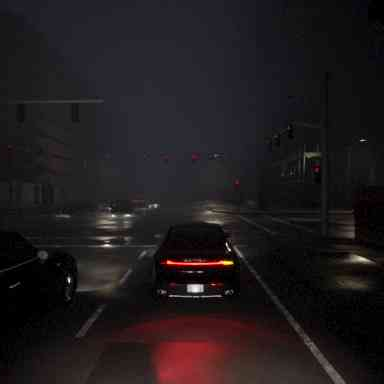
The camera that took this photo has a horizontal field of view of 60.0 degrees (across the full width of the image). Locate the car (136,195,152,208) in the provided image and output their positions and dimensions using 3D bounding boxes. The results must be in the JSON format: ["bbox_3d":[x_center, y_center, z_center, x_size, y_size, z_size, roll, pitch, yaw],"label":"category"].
[{"bbox_3d":[-7.470,1.478,48.676,1.882,1.535,5.008,0,0,0],"label":"car"}]

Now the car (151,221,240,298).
[{"bbox_3d":[0.081,1.505,8.476,1.837,1.490,4.892,0,0,0],"label":"car"}]

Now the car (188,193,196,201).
[{"bbox_3d":[-0.014,1.225,84.494,2.150,2.045,5.566,0,0,1],"label":"car"}]

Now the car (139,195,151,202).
[{"bbox_3d":[-10.612,1.435,75.697,1.882,1.535,5.008,0,0,1],"label":"car"}]

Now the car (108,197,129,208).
[{"bbox_3d":[-10.966,1.548,49.915,2.033,1.411,5.357,0,0,0],"label":"car"}]

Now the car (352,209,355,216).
[{"bbox_3d":[15.972,1.656,27.702,4.718,1.301,1.895,0,0,0],"label":"car"}]

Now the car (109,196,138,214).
[{"bbox_3d":[-7.388,1.523,35.686,1.837,1.490,4.892,0,0,-1],"label":"car"}]

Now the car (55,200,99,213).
[{"bbox_3d":[-12.151,1.565,35.568,2.033,1.411,5.357,0,1,20],"label":"car"}]

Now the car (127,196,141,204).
[{"bbox_3d":[-10.804,1.525,62.604,1.812,1.442,4.674,0,0,1],"label":"car"}]

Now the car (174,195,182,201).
[{"bbox_3d":[-3.517,1.553,84.269,1.994,1.385,4.181,0,0,1],"label":"car"}]

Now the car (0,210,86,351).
[{"bbox_3d":[-3.445,1.352,5.153,2.097,1.767,4.553,0,0,0],"label":"car"}]

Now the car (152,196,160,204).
[{"bbox_3d":[-7.292,1.493,63.780,2.128,1.511,4.902,0,0,1],"label":"car"}]
